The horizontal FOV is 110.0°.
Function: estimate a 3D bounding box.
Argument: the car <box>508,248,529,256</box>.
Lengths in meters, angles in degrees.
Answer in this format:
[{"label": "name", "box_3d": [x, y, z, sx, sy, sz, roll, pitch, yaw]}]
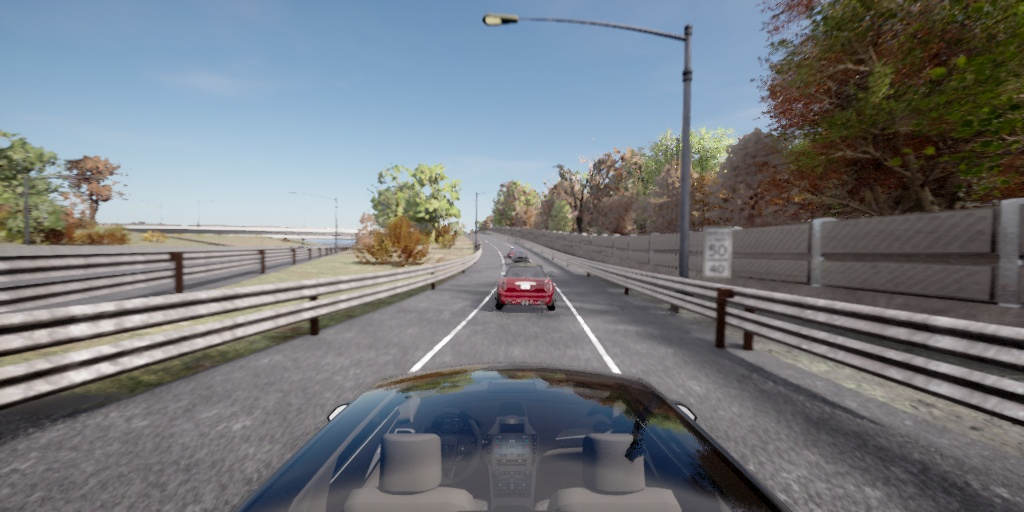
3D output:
[{"label": "car", "box_3d": [0.863, 0.293, 39.559, 1.837, 1.490, 4.892, 1, 3, -2]}]

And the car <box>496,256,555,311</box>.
[{"label": "car", "box_3d": [0.568, 1.060, 14.561, 2.097, 1.767, 4.553, 1, 1, 3]}]

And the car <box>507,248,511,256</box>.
[{"label": "car", "box_3d": [0.342, -0.470, 51.054, 1.994, 1.385, 4.181, 1, 5, -4]}]
